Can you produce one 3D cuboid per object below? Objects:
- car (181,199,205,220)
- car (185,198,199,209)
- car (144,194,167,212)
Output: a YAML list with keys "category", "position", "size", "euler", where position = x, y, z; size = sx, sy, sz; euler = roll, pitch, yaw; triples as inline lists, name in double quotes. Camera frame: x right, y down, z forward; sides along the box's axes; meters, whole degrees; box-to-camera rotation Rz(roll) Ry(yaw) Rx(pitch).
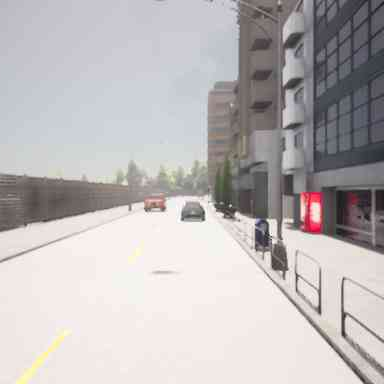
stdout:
- category: "car"
  position: [0.089, 1.548, 27.762]
  size: [1.994, 1.385, 4.181]
  euler: [0, 0, 0]
- category: "car"
  position: [0.029, 1.575, 45.048]
  size: [1.895, 1.301, 4.718]
  euler: [0, 0, 1]
- category: "car"
  position: [-4.084, 1.202, 37.906]
  size: [2.150, 2.045, 5.566]
  euler: [0, 0, 0]
